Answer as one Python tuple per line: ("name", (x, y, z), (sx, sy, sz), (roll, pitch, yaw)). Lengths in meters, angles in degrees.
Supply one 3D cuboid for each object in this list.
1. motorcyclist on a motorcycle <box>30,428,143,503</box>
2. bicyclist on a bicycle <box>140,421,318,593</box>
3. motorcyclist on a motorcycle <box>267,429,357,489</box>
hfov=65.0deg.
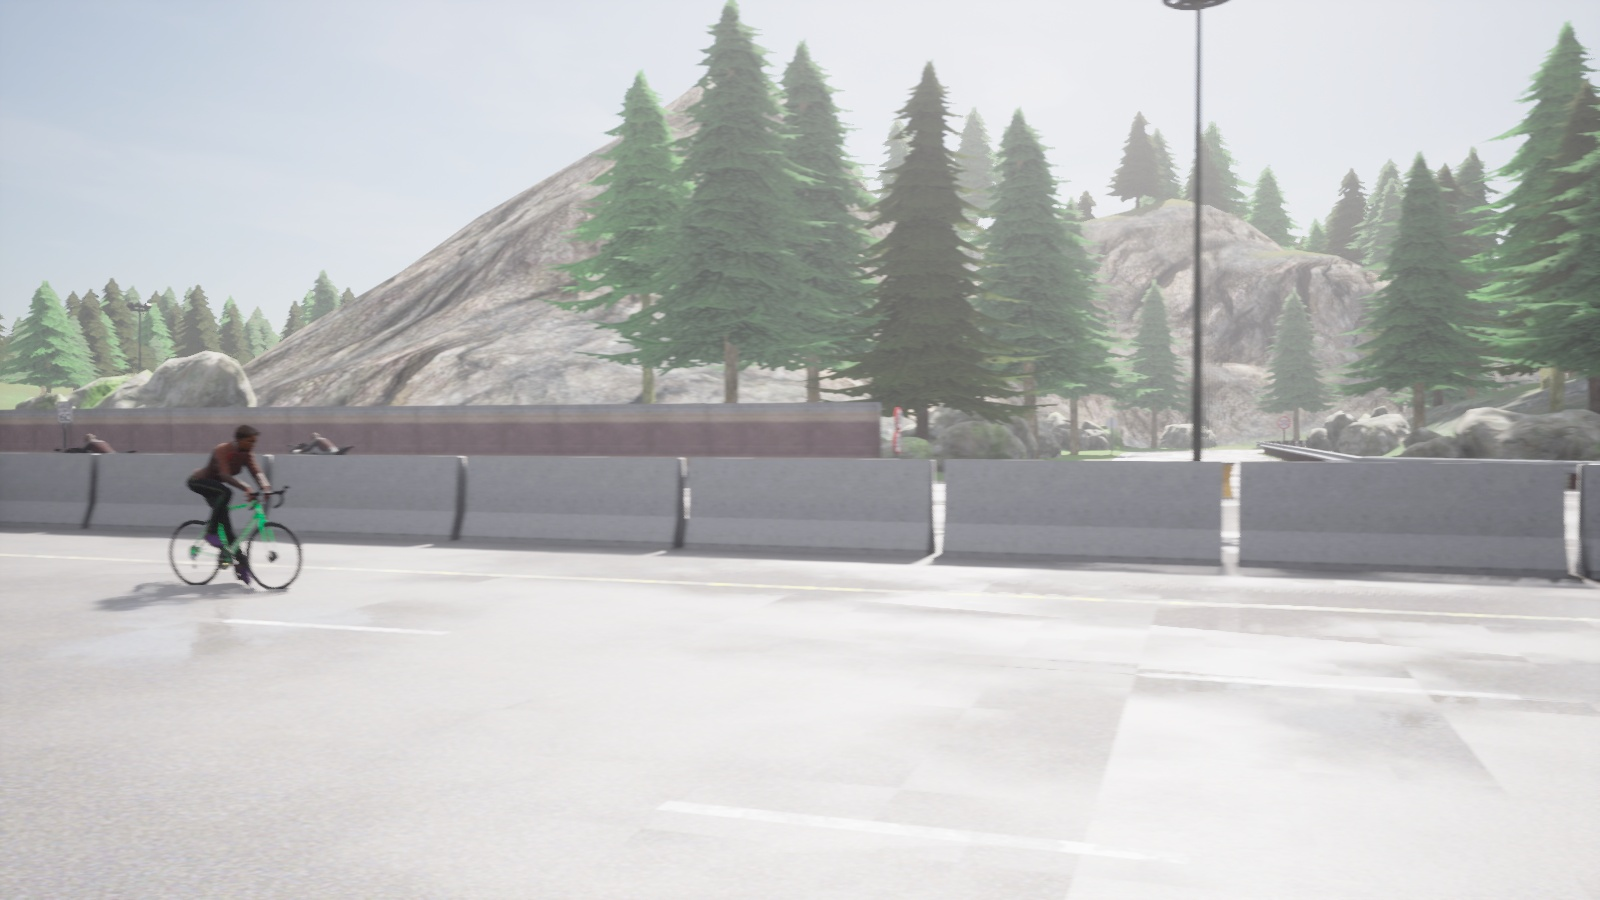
("motorcyclist on a motorcycle", (-15.210, 0.316, 26.773), (2.191, 1.530, 0.866), (1, 1, 19))
("bicyclist on a bicycle", (-5.680, 0.533, 12.489), (1.656, 1.620, 0.582), (1, 1, 19))
("motorcyclist on a motorcycle", (-12.977, 0.218, 33.406), (2.191, 1.530, 0.866), (1, 1, 19))
